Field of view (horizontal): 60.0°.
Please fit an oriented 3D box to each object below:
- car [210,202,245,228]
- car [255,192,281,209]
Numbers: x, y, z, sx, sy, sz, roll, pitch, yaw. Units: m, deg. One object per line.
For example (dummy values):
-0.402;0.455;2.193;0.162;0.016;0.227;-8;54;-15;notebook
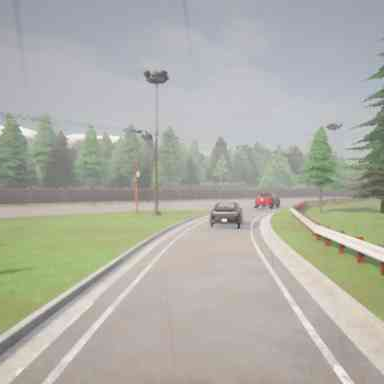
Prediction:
2.309;1.378;21.329;2.128;1.511;4.902;0;0;11;car
9.524;1.004;41.712;2.150;2.045;5.566;0;0;27;car
